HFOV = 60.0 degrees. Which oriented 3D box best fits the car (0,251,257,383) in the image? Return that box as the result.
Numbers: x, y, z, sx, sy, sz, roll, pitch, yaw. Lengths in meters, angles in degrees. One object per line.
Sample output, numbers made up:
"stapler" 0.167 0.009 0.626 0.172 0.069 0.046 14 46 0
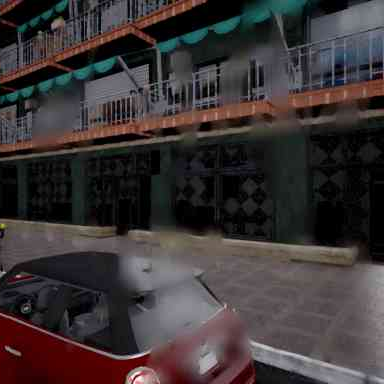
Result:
"car" -1.442 1.440 3.899 4.097 1.590 1.967 0 0 35
